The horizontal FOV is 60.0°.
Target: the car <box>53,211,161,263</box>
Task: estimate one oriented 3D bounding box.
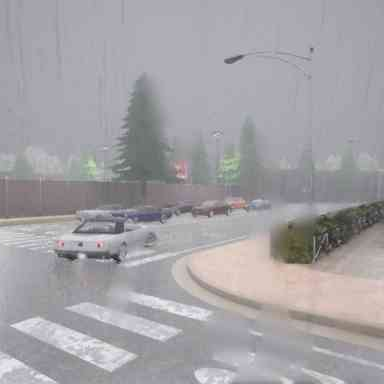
[{"bbox_3d":[-2.820,1.601,12.053,1.895,1.301,4.718,0,0,11],"label":"car"}]

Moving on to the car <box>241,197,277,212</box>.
[{"bbox_3d":[7.959,1.527,39.035,1.812,1.442,4.674,0,0,36],"label":"car"}]

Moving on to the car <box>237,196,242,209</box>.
[{"bbox_3d":[4.881,1.354,40.745,2.097,1.767,4.553,0,0,37],"label":"car"}]

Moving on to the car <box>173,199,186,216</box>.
[{"bbox_3d":[-1.056,1.493,32.627,2.128,1.511,4.902,0,0,36],"label":"car"}]

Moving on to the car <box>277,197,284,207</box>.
[{"bbox_3d":[12.102,1.492,50.080,2.128,1.511,4.902,0,0,40],"label":"car"}]

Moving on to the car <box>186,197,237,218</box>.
[{"bbox_3d":[1.895,1.479,30.737,1.882,1.535,5.008,0,0,36],"label":"car"}]

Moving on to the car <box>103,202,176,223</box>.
[{"bbox_3d":[-3.520,1.602,23.252,1.895,1.301,4.718,0,0,36],"label":"car"}]

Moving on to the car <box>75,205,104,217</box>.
[{"bbox_3d":[-6.411,1.603,25.230,1.895,1.301,4.718,0,0,36],"label":"car"}]
